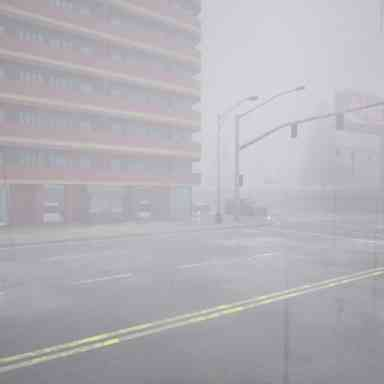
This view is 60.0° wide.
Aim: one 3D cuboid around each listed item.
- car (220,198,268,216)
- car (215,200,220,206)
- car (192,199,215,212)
[{"bbox_3d":[5.240,1.352,32.389,2.097,1.767,4.553,0,0,-34],"label":"car"},{"bbox_3d":[5.469,1.601,51.223,1.895,1.301,4.718,0,0,-34],"label":"car"},{"bbox_3d":[0.261,1.526,39.812,1.812,1.442,4.674,0,0,-34],"label":"car"}]
